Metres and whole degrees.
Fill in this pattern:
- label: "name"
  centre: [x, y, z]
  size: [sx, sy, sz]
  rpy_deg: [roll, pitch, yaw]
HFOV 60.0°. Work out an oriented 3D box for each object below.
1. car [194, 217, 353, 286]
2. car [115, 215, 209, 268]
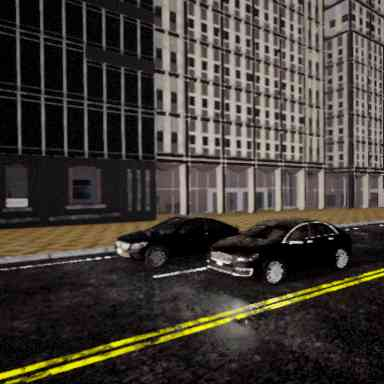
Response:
- label: "car"
  centre: [2.665, 1.521, 9.532]
  size: [4.892, 1.490, 1.837]
  rpy_deg: [1, -1, -35]
- label: "car"
  centre: [-0.286, 1.537, 11.428]
  size: [4.674, 1.442, 1.812]
  rpy_deg: [0, 0, -35]
